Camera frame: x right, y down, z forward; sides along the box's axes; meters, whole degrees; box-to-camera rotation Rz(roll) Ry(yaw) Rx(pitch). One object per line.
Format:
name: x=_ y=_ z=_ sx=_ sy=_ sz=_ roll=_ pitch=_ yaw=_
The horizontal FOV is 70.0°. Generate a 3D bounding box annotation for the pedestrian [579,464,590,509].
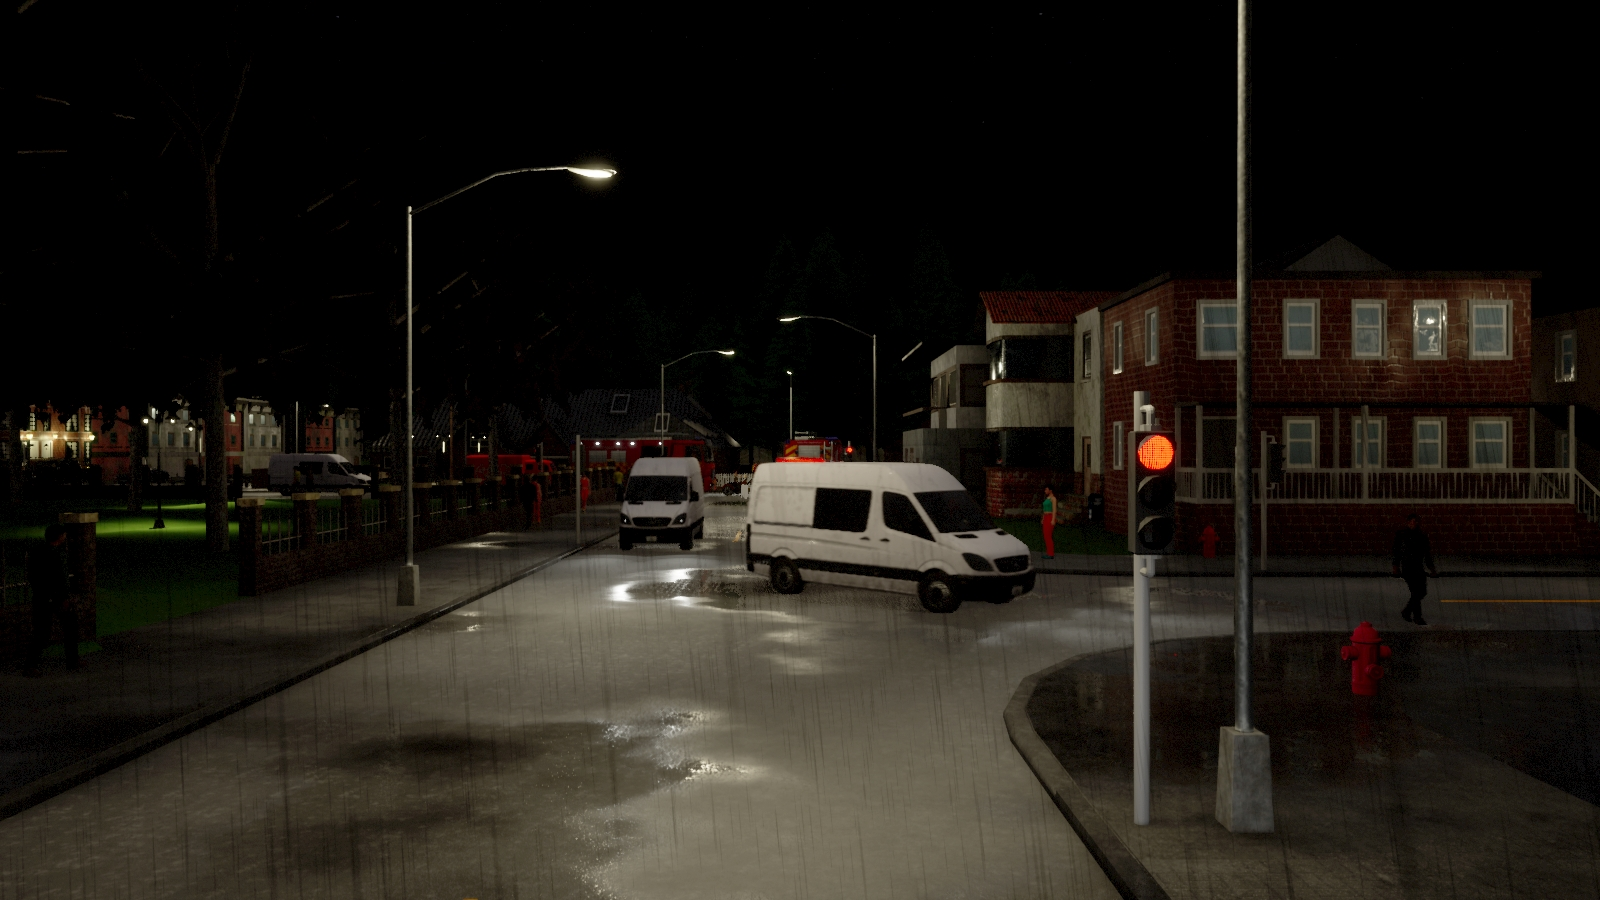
pedestrian: x=-8.912 y=1.505 z=47.208 sx=0.375 sy=1.860 sz=0.375 roll=0 pitch=0 yaw=-1

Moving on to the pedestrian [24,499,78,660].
pedestrian: x=-8.855 y=1.519 z=13.516 sx=0.375 sy=1.860 sz=0.375 roll=0 pitch=0 yaw=9

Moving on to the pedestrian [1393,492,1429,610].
pedestrian: x=9.828 y=1.620 z=18.395 sx=0.375 sy=1.860 sz=0.375 roll=0 pitch=0 yaw=-2

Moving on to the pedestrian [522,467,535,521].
pedestrian: x=-9.337 y=1.508 z=39.251 sx=0.375 sy=1.860 sz=0.375 roll=0 pitch=0 yaw=-3

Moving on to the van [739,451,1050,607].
van: x=1.600 y=1.305 z=21.549 sx=5.915 sy=2.561 sz=1.988 roll=0 pitch=0 yaw=44

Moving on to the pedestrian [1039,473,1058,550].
pedestrian: x=6.059 y=1.504 z=27.875 sx=0.375 sy=1.860 sz=0.375 roll=0 pitch=0 yaw=-4

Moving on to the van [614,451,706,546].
van: x=-4.019 y=1.301 z=33.743 sx=1.988 sy=2.561 sz=5.915 roll=0 pitch=0 yaw=0

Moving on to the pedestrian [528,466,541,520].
pedestrian: x=-9.338 y=1.507 z=40.175 sx=0.375 sy=1.860 sz=0.375 roll=0 pitch=0 yaw=-1
